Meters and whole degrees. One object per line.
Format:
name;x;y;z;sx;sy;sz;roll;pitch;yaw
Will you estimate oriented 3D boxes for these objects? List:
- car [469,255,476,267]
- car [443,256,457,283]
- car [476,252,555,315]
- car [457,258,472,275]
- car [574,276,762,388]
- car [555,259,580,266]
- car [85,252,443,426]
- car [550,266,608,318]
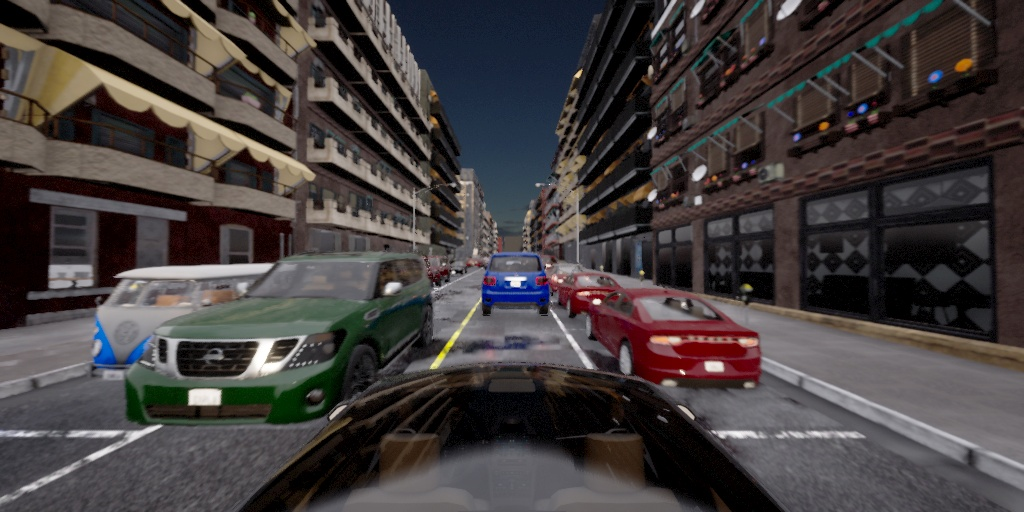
car;-5.276;0.749;51.116;2.192;1.841;5.009;0;0;0
car;-5.298;0.909;23.465;2.192;1.841;5.009;0;0;0
car;0.109;0.888;13.200;2.150;2.045;5.566;0;0;0
car;-5.289;1.090;34.527;1.948;1.339;4.313;0;0;0
car;2.571;1.259;6.807;1.888;1.381;4.507;0;0;0
car;2.587;1.076;17.869;1.967;1.591;4.097;0;0;0
car;-2.845;0.938;6.086;2.150;2.045;5.566;0;0;0
car;2.575;1.219;12.337;1.888;1.381;4.507;0;0;0
